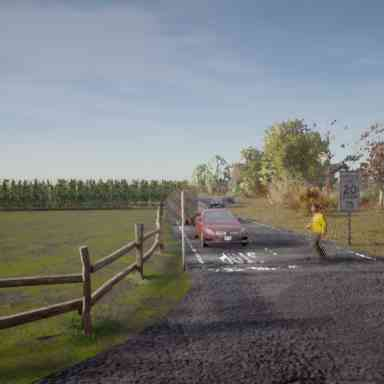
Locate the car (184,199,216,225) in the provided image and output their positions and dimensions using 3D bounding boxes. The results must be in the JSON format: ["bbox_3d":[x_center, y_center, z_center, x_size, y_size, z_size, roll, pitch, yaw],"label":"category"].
[{"bbox_3d":[0.286,1.466,24.387,1.882,1.535,5.008,-1,0,-5],"label":"car"}]

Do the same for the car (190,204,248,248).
[{"bbox_3d":[1.144,1.512,15.072,1.812,1.442,4.674,-1,0,-6],"label":"car"}]

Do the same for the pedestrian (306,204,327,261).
[{"bbox_3d":[3.928,1.241,10.389,0.375,1.860,0.375,-2,1,-6],"label":"pedestrian"}]

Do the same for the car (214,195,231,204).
[{"bbox_3d":[3.892,1.455,47.895,2.033,1.411,5.357,-1,0,12],"label":"car"}]

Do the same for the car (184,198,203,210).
[{"bbox_3d":[0.211,1.524,43.785,1.994,1.385,4.181,-1,0,8],"label":"car"}]

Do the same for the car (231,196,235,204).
[{"bbox_3d":[6.567,1.361,59.406,1.837,1.490,4.892,-1,0,11],"label":"car"}]
